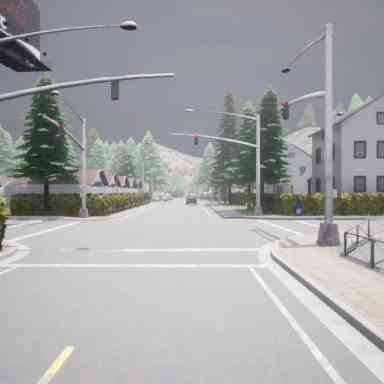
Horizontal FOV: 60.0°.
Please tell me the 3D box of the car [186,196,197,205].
[{"bbox_3d":[-0.086,1.505,59.225,1.837,1.490,4.892,0,0,0],"label":"car"}]
